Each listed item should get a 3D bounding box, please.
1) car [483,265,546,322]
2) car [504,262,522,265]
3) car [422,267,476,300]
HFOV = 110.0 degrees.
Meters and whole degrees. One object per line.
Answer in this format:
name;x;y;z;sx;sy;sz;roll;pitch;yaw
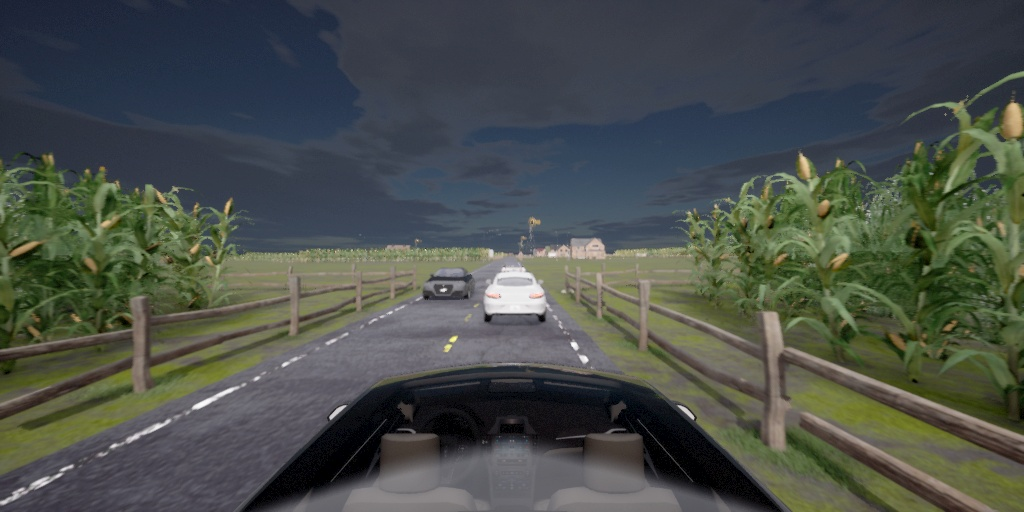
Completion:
car;0.088;1.209;11.873;1.812;1.442;4.674;0;0;0
car;0.102;1.172;30.344;1.895;1.301;4.718;0;0;-1
car;-2.849;1.215;16.895;1.994;1.385;4.181;0;0;0
